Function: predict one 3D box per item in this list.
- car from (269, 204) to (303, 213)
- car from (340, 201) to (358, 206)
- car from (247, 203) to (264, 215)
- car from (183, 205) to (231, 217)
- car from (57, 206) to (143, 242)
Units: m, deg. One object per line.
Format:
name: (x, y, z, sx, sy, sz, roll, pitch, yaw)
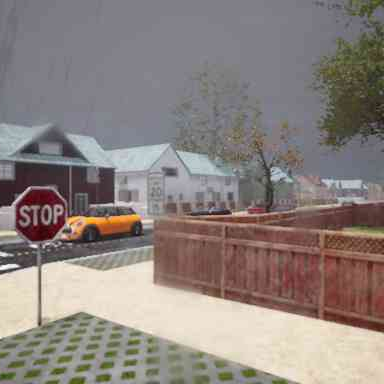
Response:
car: (9.050, 1.909, 31.111, 2.033, 1.411, 5.357, 0, -1, 37)
car: (24.372, 2.083, 51.509, 2.128, 1.511, 4.902, 0, -1, 37)
car: (7.331, 1.858, 33.709, 1.882, 1.535, 5.008, 0, -1, 37)
car: (1.229, 1.776, 25.599, 2.128, 1.511, 4.902, 0, -1, 37)
car: (-4.784, 1.541, 17.588, 2.097, 1.767, 4.553, 0, -1, 37)
